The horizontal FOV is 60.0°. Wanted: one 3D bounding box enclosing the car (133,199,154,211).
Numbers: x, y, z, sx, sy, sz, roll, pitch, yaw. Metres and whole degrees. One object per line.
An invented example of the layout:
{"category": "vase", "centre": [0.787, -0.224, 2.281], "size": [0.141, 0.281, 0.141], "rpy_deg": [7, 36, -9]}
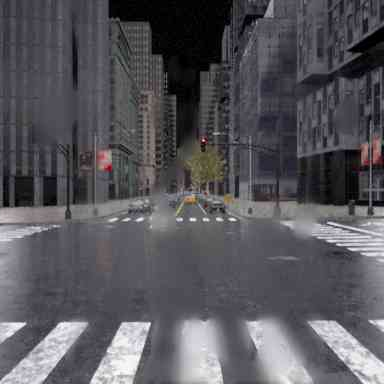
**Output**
{"category": "car", "centre": [-5.894, 1.550, 41.252], "size": [2.008, 1.369, 4.403], "rpy_deg": [0, 0, 0]}

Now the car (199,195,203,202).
{"category": "car", "centre": [2.559, 1.552, 52.644], "size": [2.008, 1.369, 4.403], "rpy_deg": [0, 0, 0]}

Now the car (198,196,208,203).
{"category": "car", "centre": [2.428, 1.576, 73.094], "size": [1.947, 1.339, 4.313], "rpy_deg": [0, 0, 0]}

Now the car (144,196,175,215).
{"category": "car", "centre": [-3.189, 1.490, 33.796], "size": [2.128, 1.511, 4.902], "rpy_deg": [0, 0, 0]}

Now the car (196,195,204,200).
{"category": "car", "centre": [2.292, 1.576, 94.249], "size": [2.008, 1.369, 4.403], "rpy_deg": [0, 0, 0]}

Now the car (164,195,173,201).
{"category": "car", "centre": [-6.195, 1.571, 88.302], "size": [2.008, 1.369, 4.403], "rpy_deg": [0, 0, 0]}

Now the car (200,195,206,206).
{"category": "car", "centre": [2.594, 1.545, 47.200], "size": [1.887, 1.381, 4.507], "rpy_deg": [0, 0, 0]}

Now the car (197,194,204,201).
{"category": "car", "centre": [2.496, 1.556, 62.516], "size": [2.008, 1.369, 4.403], "rpy_deg": [0, 0, 0]}

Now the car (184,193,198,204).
{"category": "car", "centre": [-0.177, 1.484, 64.340], "size": [1.882, 1.535, 5.008], "rpy_deg": [0, 0, -1]}

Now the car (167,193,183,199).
{"category": "car", "centre": [-3.326, 1.496, 61.625], "size": [2.128, 1.511, 4.902], "rpy_deg": [0, 0, 0]}

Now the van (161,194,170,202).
{"category": "van", "centre": [-6.126, 1.354, 77.476], "size": [1.690, 1.788, 3.998], "rpy_deg": [0, 0, 0]}

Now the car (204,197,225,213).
{"category": "car", "centre": [2.664, 1.549, 36.311], "size": [2.008, 1.369, 4.403], "rpy_deg": [0, 0, 0]}

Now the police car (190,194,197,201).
{"category": "police car", "centre": [0.456, 1.447, 90.486], "size": [1.930, 1.638, 5.238], "rpy_deg": [0, 0, 0]}

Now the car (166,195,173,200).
{"category": "car", "centre": [-6.229, 1.607, 93.715], "size": [1.802, 1.307, 4.206], "rpy_deg": [0, 0, 0]}

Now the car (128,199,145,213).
{"category": "car", "centre": [-5.861, 1.549, 36.259], "size": [2.008, 1.369, 4.403], "rpy_deg": [0, 0, 0]}

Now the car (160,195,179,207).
{"category": "car", "centre": [-3.267, 1.547, 47.271], "size": [2.033, 1.411, 5.357], "rpy_deg": [0, 0, 0]}

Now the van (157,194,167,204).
{"category": "van", "centre": [-6.057, 1.348, 66.649], "size": [1.690, 1.788, 3.998], "rpy_deg": [0, 0, 0]}

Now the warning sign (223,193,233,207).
{"category": "warning sign", "centre": [4.914, 1.115, 45.401], "size": [1.300, 1.860, 1.060], "rpy_deg": [0, 0, 0]}
